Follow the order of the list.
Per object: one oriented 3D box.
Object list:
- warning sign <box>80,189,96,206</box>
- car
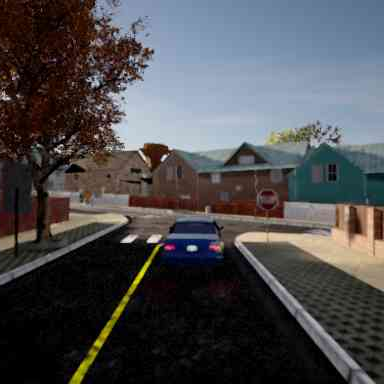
[{"bbox_3d":[-12.323,0.635,39.409,1.060,1.860,1.300,-1,1,32],"label":"warning sign"},{"bbox_3d":[0.133,1.533,11.317,2.033,1.411,5.357,0,0,3],"label":"car"}]
